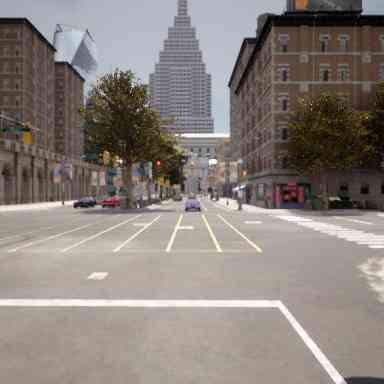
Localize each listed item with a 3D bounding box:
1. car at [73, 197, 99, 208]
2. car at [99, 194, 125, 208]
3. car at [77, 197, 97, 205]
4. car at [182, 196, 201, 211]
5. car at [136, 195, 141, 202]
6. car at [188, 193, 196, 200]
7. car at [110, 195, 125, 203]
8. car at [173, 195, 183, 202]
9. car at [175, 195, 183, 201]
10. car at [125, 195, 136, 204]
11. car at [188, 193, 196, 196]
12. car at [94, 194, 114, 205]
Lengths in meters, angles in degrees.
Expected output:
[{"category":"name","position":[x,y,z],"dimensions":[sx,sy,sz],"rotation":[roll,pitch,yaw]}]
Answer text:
[{"category":"car","position":[-15.047,1.581,46.711],"dimensions":[1.895,1.301,4.718],"rotation":[0,0,0]},{"category":"car","position":[-11.542,1.458,47.935],"dimensions":[1.882,1.535,5.008],"rotation":[0,0,0]},{"category":"car","position":[-18.217,1.571,57.827],"dimensions":[1.895,1.301,4.718],"rotation":[0,0,0]},{"category":"car","position":[0.123,1.530,40.798],"dimensions":[2.033,1.411,5.357],"rotation":[0,0,0]},{"category":"car","position":[-11.462,1.324,67.721],"dimensions":[2.097,1.767,4.553],"rotation":[0,0,0]},{"category":"car","position":[0.048,1.151,86.987],"dimensions":[2.097,1.767,4.553],"rotation":[0,0,0]},{"category":"car","position":[-14.963,1.450,66.918],"dimensions":[1.882,1.535,5.008],"rotation":[0,0,0]},{"category":"car","position":[-3.457,1.507,77.834],"dimensions":[2.033,1.411,5.357],"rotation":[0,0,0]},{"category":"car","position":[-3.452,1.464,87.319],"dimensions":[1.837,1.490,4.892],"rotation":[0,0,0]},{"category":"car","position":[-11.468,1.481,57.732],"dimensions":[1.837,1.490,4.892],"rotation":[0,0,0]},{"category":"car","position":[0.043,1.317,78.234],"dimensions":[2.097,1.767,4.553],"rotation":[0,0,0]},{"category":"car","position":[-14.969,1.328,56.819],"dimensions":[2.097,1.767,4.553],"rotation":[0,0,0]}]
